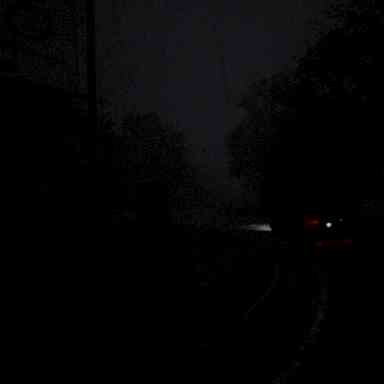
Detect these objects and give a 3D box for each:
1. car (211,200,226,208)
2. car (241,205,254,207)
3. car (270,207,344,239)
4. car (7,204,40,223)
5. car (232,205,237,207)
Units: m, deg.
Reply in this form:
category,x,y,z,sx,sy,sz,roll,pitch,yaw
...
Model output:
category,x,y,z,sx,sy,sz,roll,pitch,yaw
car,5.484,2.597,68.183,2.150,2.045,5.566,-1,-4,19
car,12.635,3.727,78.310,2.033,1.411,5.357,-1,-5,19
car,5.664,1.452,16.908,1.994,1.385,4.181,-1,0,-15
car,-15.388,1.803,27.642,5.008,1.535,1.882,-1,0,-18
car,10.418,3.992,82.658,1.994,1.385,4.181,-1,-5,19
